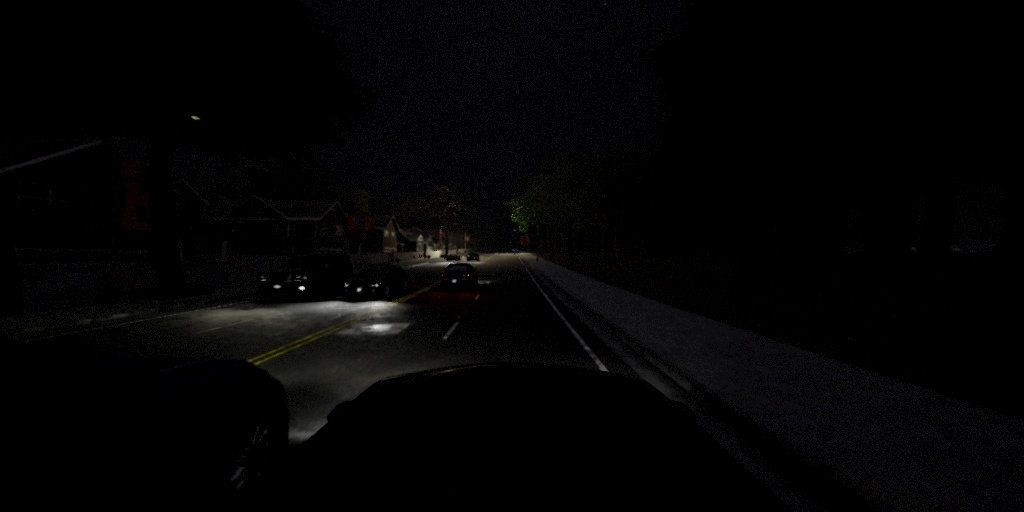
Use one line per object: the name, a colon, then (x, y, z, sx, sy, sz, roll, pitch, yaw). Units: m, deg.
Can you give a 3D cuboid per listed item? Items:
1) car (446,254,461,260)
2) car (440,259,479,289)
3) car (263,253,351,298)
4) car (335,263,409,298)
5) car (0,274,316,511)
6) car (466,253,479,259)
car: (-9.800, 0.305, 60.031, 1.895, 1.301, 4.718, 0, 2, 1)
car: (-3.156, 1.138, 21.922, 1.812, 1.442, 4.674, 0, 1, 0)
car: (-9.855, 0.894, 17.802, 2.150, 2.045, 5.566, 0, 1, 0)
car: (-6.605, 1.177, 17.909, 1.837, 1.490, 4.892, 0, 1, 0)
car: (-3.150, 1.102, 1.526, 2.097, 1.767, 4.553, 0, 0, 0)
car: (-6.560, 0.204, 60.177, 1.837, 1.490, 4.892, 0, 2, 1)
